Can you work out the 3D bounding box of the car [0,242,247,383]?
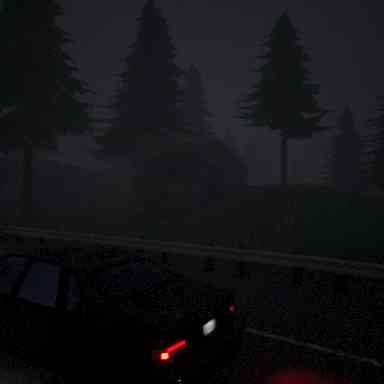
[{"bbox_3d":[-1.939,1.506,4.957,5.357,1.411,2.033,0,0,32],"label":"car"}]
